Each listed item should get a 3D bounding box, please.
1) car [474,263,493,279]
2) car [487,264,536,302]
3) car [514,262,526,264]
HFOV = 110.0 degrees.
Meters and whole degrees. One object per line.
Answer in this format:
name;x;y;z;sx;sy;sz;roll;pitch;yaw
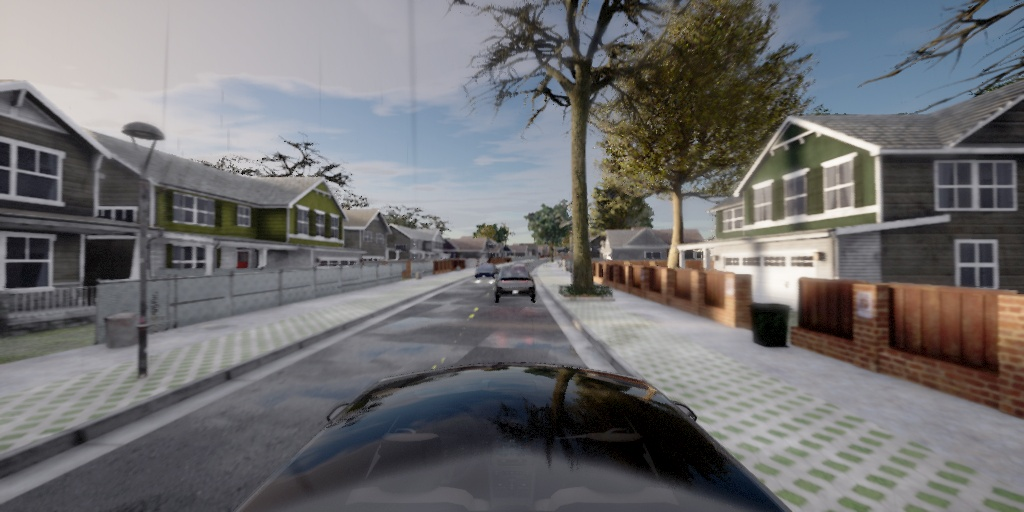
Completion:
car;-2.317;1.396;33.769;2.033;1.411;5.357;0;0;3
car;0.163;1.305;17.441;2.128;1.511;4.902;0;0;1
car;0.853;1.379;38.063;1.812;1.442;4.674;0;0;3
